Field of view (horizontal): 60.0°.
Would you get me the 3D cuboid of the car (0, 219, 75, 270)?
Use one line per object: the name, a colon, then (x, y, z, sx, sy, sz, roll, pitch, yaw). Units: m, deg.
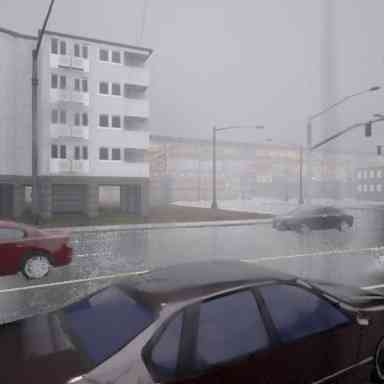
car: (-5.628, 1.477, 8.412, 5.008, 1.535, 1.882, 0, 0, -33)

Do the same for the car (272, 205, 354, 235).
car: (6.794, 1.508, 18.632, 4.892, 1.490, 1.837, 1, 0, -23)

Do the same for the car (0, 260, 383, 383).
car: (0.427, 1.548, 3.735, 5.357, 1.411, 2.033, 0, 0, -31)
